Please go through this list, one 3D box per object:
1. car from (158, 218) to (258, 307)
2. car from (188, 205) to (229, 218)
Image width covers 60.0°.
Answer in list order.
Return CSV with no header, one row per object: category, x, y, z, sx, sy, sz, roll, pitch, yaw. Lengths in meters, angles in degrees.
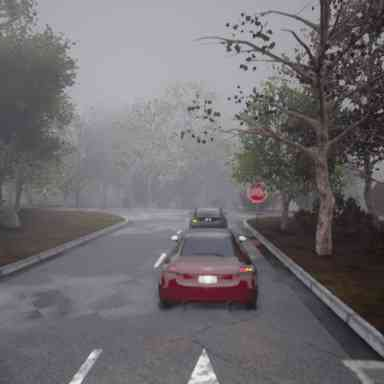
car,0.397,1.568,8.114,1.994,1.385,4.181,0,0,3
car,0.848,1.468,17.402,1.837,1.490,4.892,0,1,3
